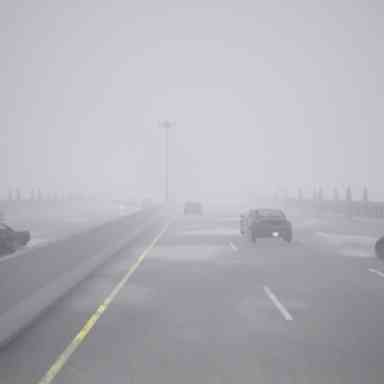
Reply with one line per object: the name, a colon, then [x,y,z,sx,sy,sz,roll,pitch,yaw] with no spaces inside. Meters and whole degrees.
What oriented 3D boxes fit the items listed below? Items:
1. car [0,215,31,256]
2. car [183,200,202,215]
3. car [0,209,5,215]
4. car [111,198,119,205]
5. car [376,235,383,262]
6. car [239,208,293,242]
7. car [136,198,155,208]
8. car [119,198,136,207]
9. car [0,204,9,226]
car: [-7.101,1.641,10.501,1.895,1.301,4.718,0,0,0]
car: [0.099,1.630,35.575,2.128,1.511,4.902,0,0,0]
car: [-10.600,1.547,14.658,2.128,1.511,4.902,0,0,0]
car: [-14.016,1.879,63.238,1.895,1.301,4.718,0,0,0]
car: [7.100,1.563,9.274,1.812,1.442,4.674,0,0,0]
car: [3.599,1.570,16.738,1.837,1.490,4.892,0,0,0]
car: [-7.057,1.712,52.983,2.128,1.511,4.902,0,0,0]
car: [-10.548,1.743,56.774,1.837,1.490,4.892,0,0,0]
car: [-14.099,1.586,21.526,1.837,1.490,4.892,0,0,0]
